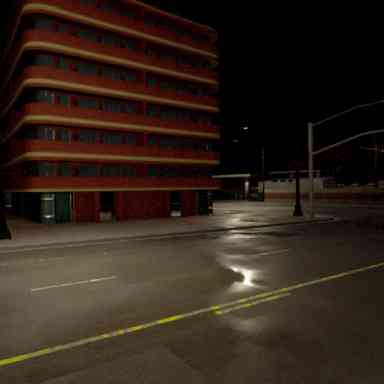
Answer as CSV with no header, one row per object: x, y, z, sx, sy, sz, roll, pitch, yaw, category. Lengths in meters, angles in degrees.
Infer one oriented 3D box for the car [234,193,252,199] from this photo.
12.942,1.065,81.985,3.806,1.475,1.970,-1,1,-35,car

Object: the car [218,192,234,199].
8.972,0.933,86.208,4.611,1.667,2.242,-1,1,-35,car
